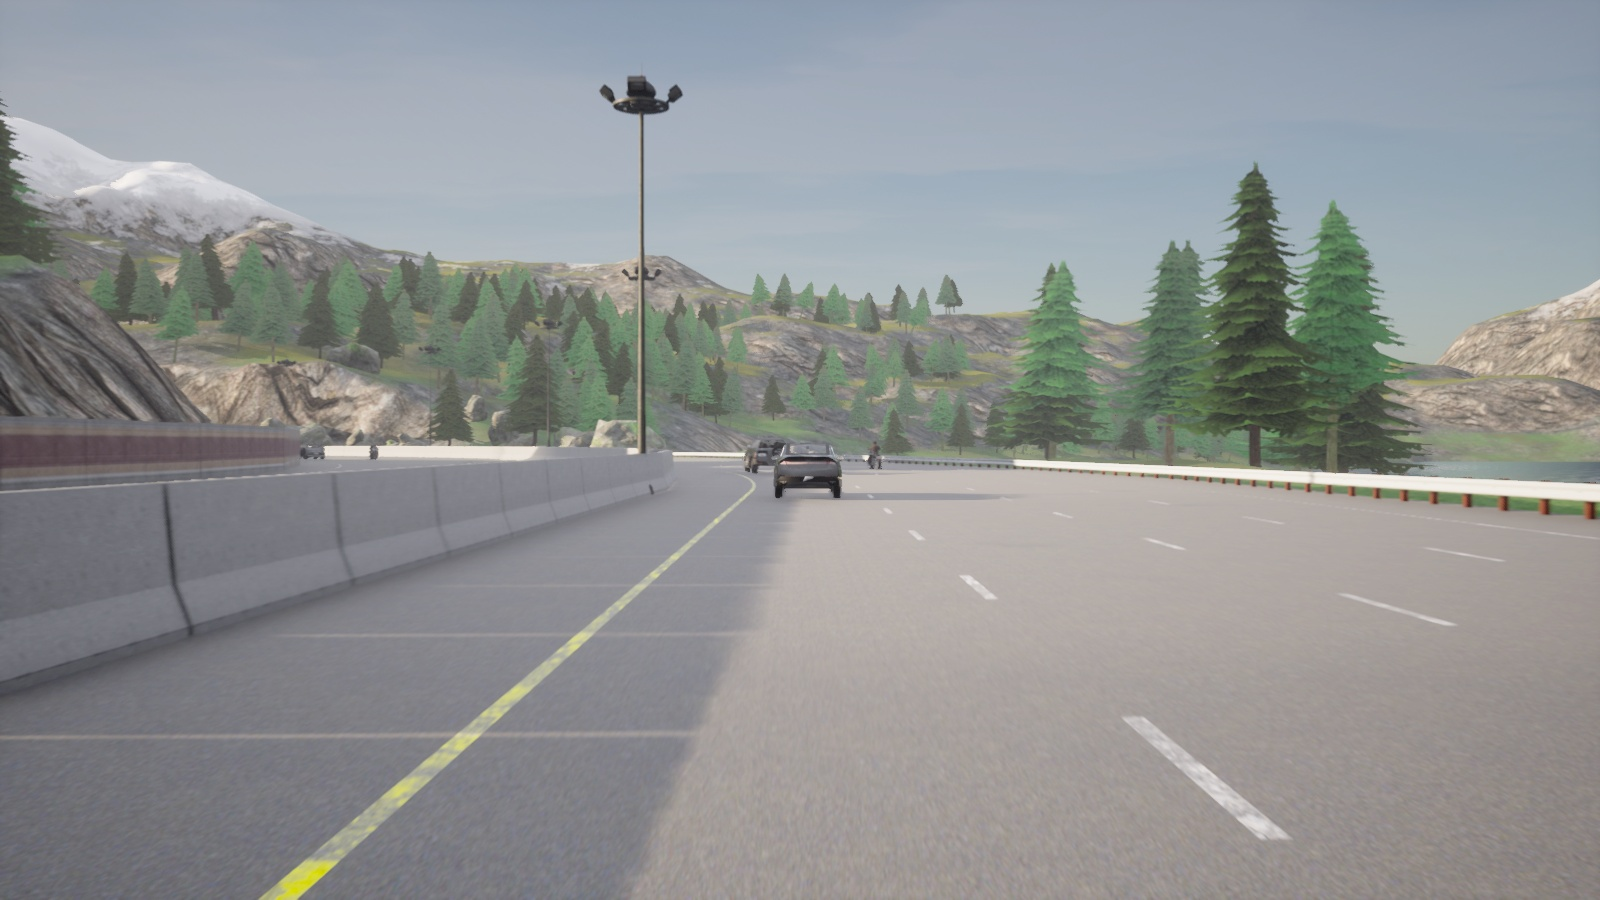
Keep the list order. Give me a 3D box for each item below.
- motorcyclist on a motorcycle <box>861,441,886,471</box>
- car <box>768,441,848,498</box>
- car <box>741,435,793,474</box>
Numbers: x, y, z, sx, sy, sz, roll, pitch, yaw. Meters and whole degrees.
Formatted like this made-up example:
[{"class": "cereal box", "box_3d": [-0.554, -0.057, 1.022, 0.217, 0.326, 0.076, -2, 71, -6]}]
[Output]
[{"class": "motorcyclist on a motorcycle", "box_3d": [4.088, 0.310, 70.007, 0.766, 1.649, 2.350, -1, 0, -11]}, {"class": "car", "box_3d": [0.219, 0.504, 35.643, 2.128, 1.511, 4.902, 0, 0, 0]}, {"class": "car", "box_3d": [-1.688, 0.213, 62.583, 1.932, 1.855, 4.605, 0, 0, -9]}]
